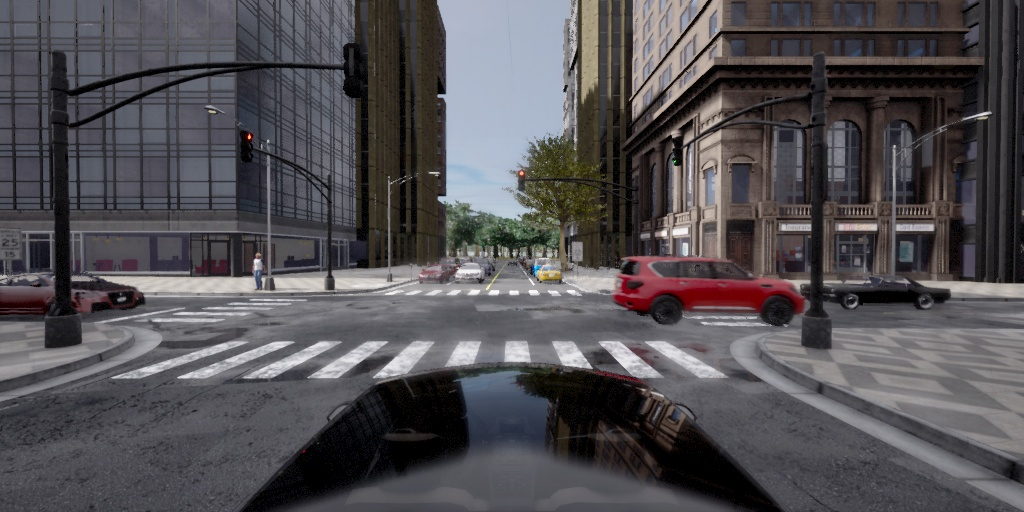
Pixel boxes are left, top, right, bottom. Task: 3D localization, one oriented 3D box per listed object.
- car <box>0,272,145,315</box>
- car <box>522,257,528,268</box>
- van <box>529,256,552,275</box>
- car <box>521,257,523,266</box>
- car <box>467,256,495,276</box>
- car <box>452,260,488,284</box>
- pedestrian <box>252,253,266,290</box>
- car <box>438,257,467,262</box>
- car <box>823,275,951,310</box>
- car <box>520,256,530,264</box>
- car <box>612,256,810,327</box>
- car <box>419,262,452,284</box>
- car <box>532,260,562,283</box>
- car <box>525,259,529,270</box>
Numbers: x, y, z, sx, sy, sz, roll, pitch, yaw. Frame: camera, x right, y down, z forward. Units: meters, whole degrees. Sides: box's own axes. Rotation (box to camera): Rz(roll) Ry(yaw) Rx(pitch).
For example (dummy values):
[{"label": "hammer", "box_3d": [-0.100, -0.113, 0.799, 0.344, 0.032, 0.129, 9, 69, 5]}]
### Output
[{"label": "car", "box_3d": [-14.712, 1.216, 11.620, 4.181, 1.385, 1.994, 0, 1, -2]}, {"label": "car", "box_3d": [2.770, 1.210, 49.834, 1.751, 1.417, 4.829, 0, 0, 0]}, {"label": "van", "box_3d": [2.767, 1.061, 32.625, 1.690, 1.789, 3.998, 0, 0, 0]}, {"label": "car", "box_3d": [2.770, 1.215, 55.343, 1.888, 1.381, 4.507, 0, 0, 0]}, {"label": "car", "box_3d": [-3.093, 1.067, 36.060, 2.097, 1.767, 4.553, 0, 0, 0]}, {"label": "car", "box_3d": [-3.093, 1.255, 27.180, 1.812, 1.442, 4.674, 0, 0, 0]}, {"label": "pedestrian", "box_3d": [-12.520, 0.742, 17.767, 0.375, 1.860, 0.375, 0, 0, 0]}, {"label": "car", "box_3d": [-5.758, 1.036, 32.618, 2.192, 1.841, 5.009, 0, 0, 0]}, {"label": "car", "box_3d": [14.712, 1.444, 14.787, 4.718, 1.301, 1.895, 0, 1, 0]}, {"label": "car", "box_3d": [2.771, 1.204, 61.022, 2.007, 1.370, 4.403, 0, 0, 0]}, {"label": "car", "box_3d": [6.104, 1.042, 11.576, 5.566, 2.045, 2.150, 0, 1, 0]}, {"label": "car", "box_3d": [-5.759, 1.312, 26.937, 1.802, 1.307, 4.207, 0, 0, 0]}, {"label": "car", "box_3d": [2.766, 1.255, 27.115, 1.751, 1.417, 4.829, 0, 0, 0]}, {"label": "car", "box_3d": [2.768, 1.276, 38.305, 1.948, 1.339, 4.313, 0, 0, 0]}]
